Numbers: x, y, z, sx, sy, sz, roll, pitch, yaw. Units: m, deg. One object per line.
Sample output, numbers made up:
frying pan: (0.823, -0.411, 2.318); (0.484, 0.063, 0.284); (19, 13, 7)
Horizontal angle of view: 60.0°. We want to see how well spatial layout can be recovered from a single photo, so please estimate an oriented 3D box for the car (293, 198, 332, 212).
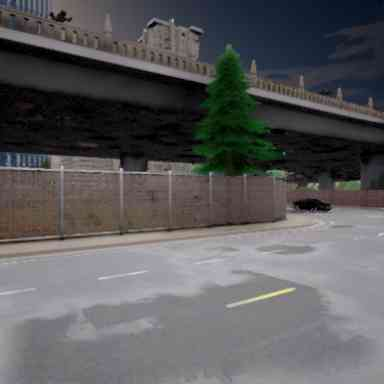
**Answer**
car: (13.568, 1.439, 37.729); (1.882, 1.535, 5.008); (0, 0, -20)
